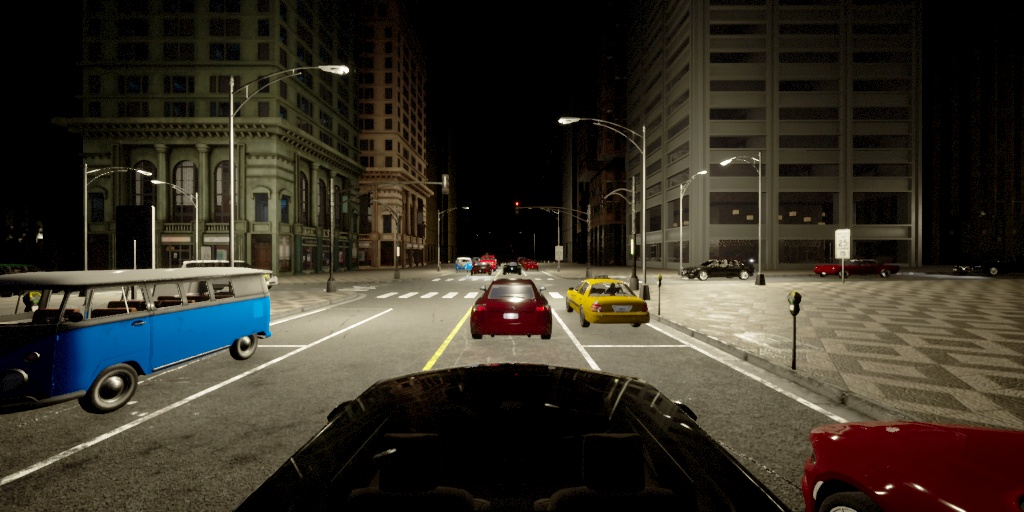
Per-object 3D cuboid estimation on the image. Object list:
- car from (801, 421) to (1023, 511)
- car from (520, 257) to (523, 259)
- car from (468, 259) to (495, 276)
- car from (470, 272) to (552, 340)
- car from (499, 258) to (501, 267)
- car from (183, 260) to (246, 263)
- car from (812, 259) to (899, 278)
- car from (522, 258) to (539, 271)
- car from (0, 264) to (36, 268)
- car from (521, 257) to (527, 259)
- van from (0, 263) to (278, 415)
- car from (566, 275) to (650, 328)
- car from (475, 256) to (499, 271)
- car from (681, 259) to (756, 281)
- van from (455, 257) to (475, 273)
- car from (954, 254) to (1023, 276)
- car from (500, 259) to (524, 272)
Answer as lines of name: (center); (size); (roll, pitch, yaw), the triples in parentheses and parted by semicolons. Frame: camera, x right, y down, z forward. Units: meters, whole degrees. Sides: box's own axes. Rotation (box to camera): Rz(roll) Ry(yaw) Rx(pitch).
car: (2.766, 1.295, 0.519); (1.888, 1.381, 4.507); (0, 0, 0)
car: (2.662, 1.321, 60.242); (1.888, 1.381, 4.507); (0, 0, 0)
car: (-3.161, 1.323, 37.776); (1.994, 1.385, 4.181); (0, 0, 1)
car: (0.017, 1.314, 10.034); (1.994, 1.385, 4.181); (0, 0, 1)
car: (-3.193, 1.374, 57.210); (1.895, 1.301, 4.718); (0, 0, 0)
car: (-18.119, 1.266, 22.874); (5.566, 2.045, 2.150); (-1, 0, 3)
car: (24.784, 0.904, 25.958); (4.718, 1.301, 1.895); (-1, 0, 0)
car: (2.686, 1.311, 49.192); (1.888, 1.381, 4.507); (0, 0, 0)
car: (-32.026, 1.508, 22.869); (5.566, 2.045, 2.150); (-1, 0, 1)
car: (2.674, 1.316, 54.717); (1.888, 1.381, 4.507); (0, 0, 0)
van: (-5.769, 1.090, 5.684); (1.690, 1.789, 3.998); (0, 0, 0)
car: (2.751, 1.276, 11.269); (1.751, 1.417, 4.829); (0, 0, 0)
car: (-3.190, 0.986, 47.403); (2.150, 2.045, 5.566); (0, 0, -1)
car: (14.864, 0.974, 25.977); (4.892, 1.490, 1.837); (-1, 0, 0)
van: (-5.859, 1.103, 43.668); (1.690, 1.789, 3.998); (0, 0, 0)
car: (35.115, 0.640, 25.931); (4.892, 1.490, 1.837); (-1, 0, 0)
car: (0.008, 1.324, 40.413); (1.994, 1.385, 4.181); (0, 0, 0)
